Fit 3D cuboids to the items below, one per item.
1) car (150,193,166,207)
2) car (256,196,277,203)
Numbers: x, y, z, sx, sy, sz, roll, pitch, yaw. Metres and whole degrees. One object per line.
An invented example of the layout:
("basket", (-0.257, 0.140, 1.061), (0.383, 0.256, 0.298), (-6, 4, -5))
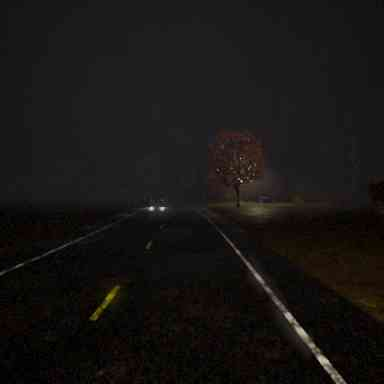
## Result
("car", (-5.287, 1.220, 51.663), (2.150, 2.045, 5.566), (0, 0, -3))
("car", (15.574, 1.611, 69.553), (4.181, 1.385, 1.994), (0, 1, -3))
